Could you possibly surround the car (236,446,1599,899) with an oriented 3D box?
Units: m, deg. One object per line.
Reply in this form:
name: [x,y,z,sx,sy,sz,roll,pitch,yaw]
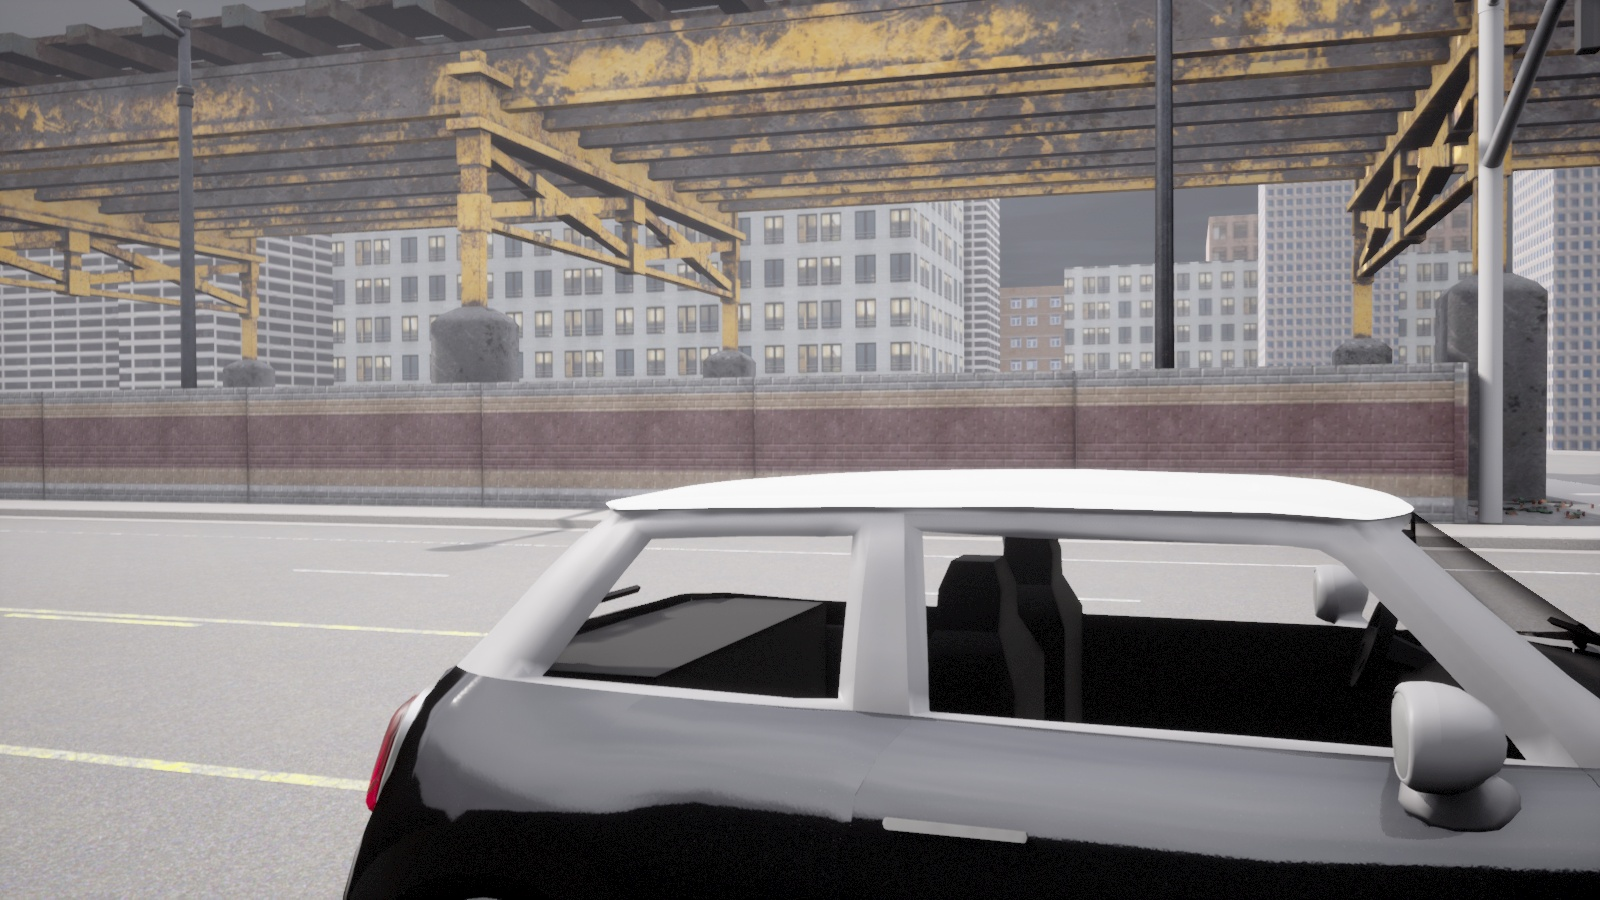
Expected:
car: [0.985,0.751,2.861,3.806,1.475,1.970,0,1,18]
